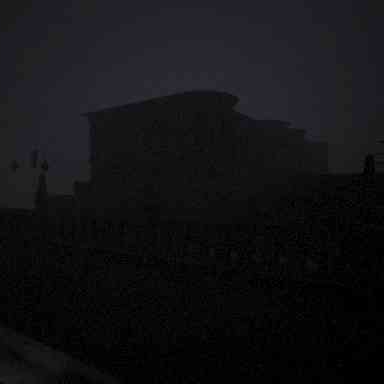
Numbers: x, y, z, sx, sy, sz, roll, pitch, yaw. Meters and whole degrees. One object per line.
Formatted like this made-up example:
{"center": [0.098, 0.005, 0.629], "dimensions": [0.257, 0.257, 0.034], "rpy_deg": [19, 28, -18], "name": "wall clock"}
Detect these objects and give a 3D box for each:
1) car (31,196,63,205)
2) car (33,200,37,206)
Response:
{"center": [-24.002, 1.422, 55.264], "dimensions": [1.812, 1.442, 4.674], "rpy_deg": [0, 0, 36], "name": "car"}
{"center": [-22.253, 1.429, 51.764], "dimensions": [1.812, 1.442, 4.674], "rpy_deg": [0, 0, 36], "name": "car"}
